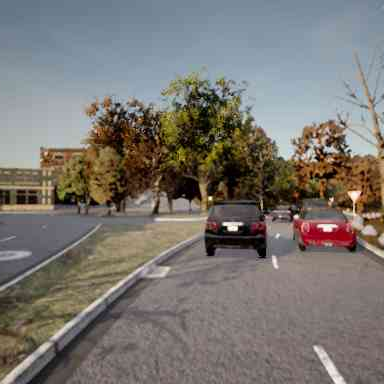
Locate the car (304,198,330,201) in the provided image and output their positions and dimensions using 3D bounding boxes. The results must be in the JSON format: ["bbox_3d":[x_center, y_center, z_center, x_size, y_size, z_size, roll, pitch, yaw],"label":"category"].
[{"bbox_3d":[9.438,1.494,24.800,2.150,2.045,5.566,-1,-2,25],"label":"car"}]

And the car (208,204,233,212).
[{"bbox_3d":[5.750,3.171,67.105,4.892,1.490,1.837,-1,-2,35],"label":"car"}]

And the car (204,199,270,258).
[{"bbox_3d":[1.922,1.311,13.463,2.150,2.045,5.566,0,-1,13],"label":"car"}]

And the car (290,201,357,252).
[{"bbox_3d":[5.604,1.439,14.522,2.097,1.767,4.553,0,-1,14],"label":"car"}]

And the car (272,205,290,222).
[{"bbox_3d":[8.707,1.915,30.126,2.128,1.511,4.902,-1,-2,31],"label":"car"}]
